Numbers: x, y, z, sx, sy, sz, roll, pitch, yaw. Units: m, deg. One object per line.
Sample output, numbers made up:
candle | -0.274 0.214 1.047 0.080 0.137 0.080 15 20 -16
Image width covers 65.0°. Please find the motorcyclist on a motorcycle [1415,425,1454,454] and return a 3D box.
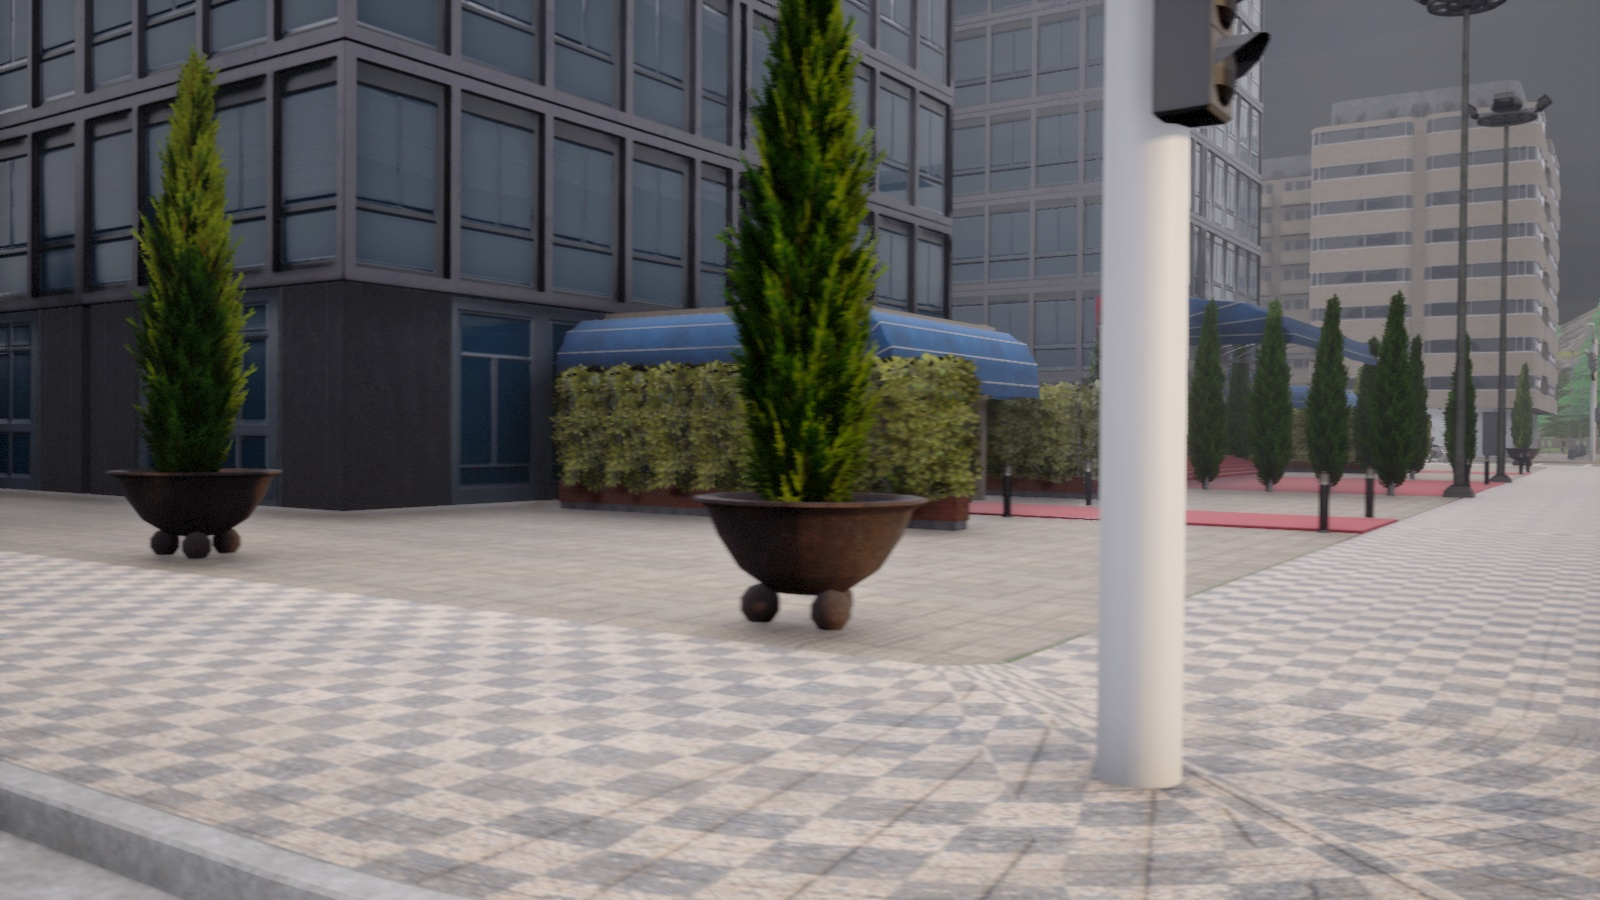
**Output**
motorcyclist on a motorcycle | 35.263 -0.588 69.795 1.817 1.590 0.866 -1 1 34
